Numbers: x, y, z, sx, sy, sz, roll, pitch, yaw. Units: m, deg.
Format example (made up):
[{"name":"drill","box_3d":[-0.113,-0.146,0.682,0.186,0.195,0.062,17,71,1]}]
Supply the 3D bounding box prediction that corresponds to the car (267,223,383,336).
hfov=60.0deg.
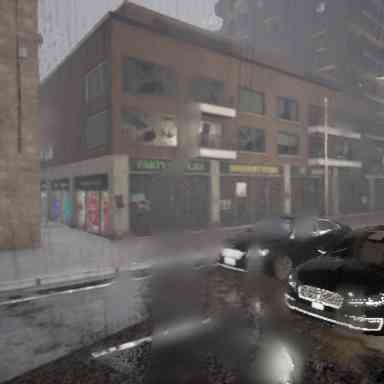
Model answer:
[{"name":"car","box_3d":[3.873,1.470,6.520,4.892,1.490,1.837,0,0,-36]}]

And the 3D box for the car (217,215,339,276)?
[{"name":"car","box_3d":[2.922,1.460,9.855,4.902,1.511,2.128,-1,0,-36]}]
